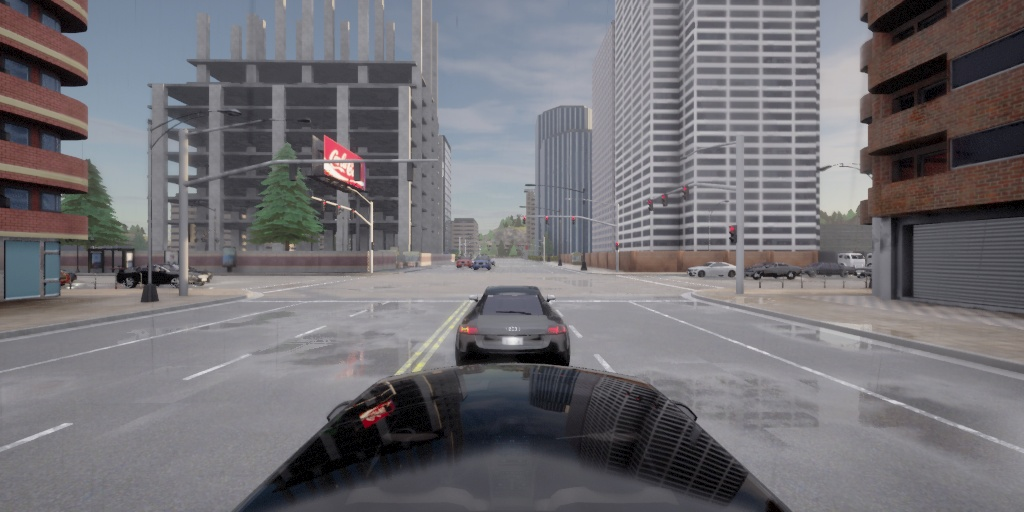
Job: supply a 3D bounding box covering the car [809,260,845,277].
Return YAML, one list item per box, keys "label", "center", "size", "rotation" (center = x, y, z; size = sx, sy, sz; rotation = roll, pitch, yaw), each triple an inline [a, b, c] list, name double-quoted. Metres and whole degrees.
- label: "car"
  center: [29.662, 1.297, 34.238]
  size: [5.357, 1.411, 2.033]
  rotation: [0, 0, -1]

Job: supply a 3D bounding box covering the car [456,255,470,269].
- label: "car"
  center: [-7.628, 0.973, 58.081]
  size: [2.150, 2.045, 5.566]
  rotation: [0, 0, 0]

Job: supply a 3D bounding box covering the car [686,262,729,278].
- label: "car"
  center: [19.080, 1.276, 34.066]
  size: [4.674, 1.442, 1.812]
  rotation: [0, 0, -1]

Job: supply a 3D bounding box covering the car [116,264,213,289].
- label: "car"
  center: [-22.017, 1.241, 22.763]
  size: [4.902, 1.511, 2.128]
  rotation: [0, 0, -1]

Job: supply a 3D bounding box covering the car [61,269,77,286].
- label: "car"
  center: [-31.119, 1.102, 22.631]
  size: [4.553, 1.767, 2.097]
  rotation: [0, 0, -1]

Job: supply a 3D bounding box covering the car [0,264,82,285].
- label: "car"
  center: [-34.601, 1.314, 26.081]
  size: [4.181, 1.385, 1.994]
  rotation: [0, 0, -1]

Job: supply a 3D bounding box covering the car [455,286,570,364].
- label: "car"
  center: [0.009, 1.314, 7.674]
  size: [1.994, 1.385, 4.181]
  rotation: [0, 0, 0]

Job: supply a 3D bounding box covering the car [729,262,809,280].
- label: "car"
  center: [21.845, 1.241, 30.627]
  size: [4.902, 1.511, 2.128]
  rotation: [0, 0, -1]

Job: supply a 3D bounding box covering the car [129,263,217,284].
- label: "car"
  center: [-24.698, 1.276, 26.246]
  size: [4.674, 1.442, 1.812]
  rotation: [0, 0, -1]

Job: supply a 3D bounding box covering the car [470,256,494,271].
- label: "car"
  center: [-4.046, 0.971, 49.456]
  size: [2.150, 2.045, 5.566]
  rotation: [0, 0, 1]

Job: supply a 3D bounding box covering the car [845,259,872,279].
- label: "car"
  center: [32.218, 1.241, 30.768]
  size: [4.902, 1.511, 2.128]
  rotation: [0, 0, -1]
